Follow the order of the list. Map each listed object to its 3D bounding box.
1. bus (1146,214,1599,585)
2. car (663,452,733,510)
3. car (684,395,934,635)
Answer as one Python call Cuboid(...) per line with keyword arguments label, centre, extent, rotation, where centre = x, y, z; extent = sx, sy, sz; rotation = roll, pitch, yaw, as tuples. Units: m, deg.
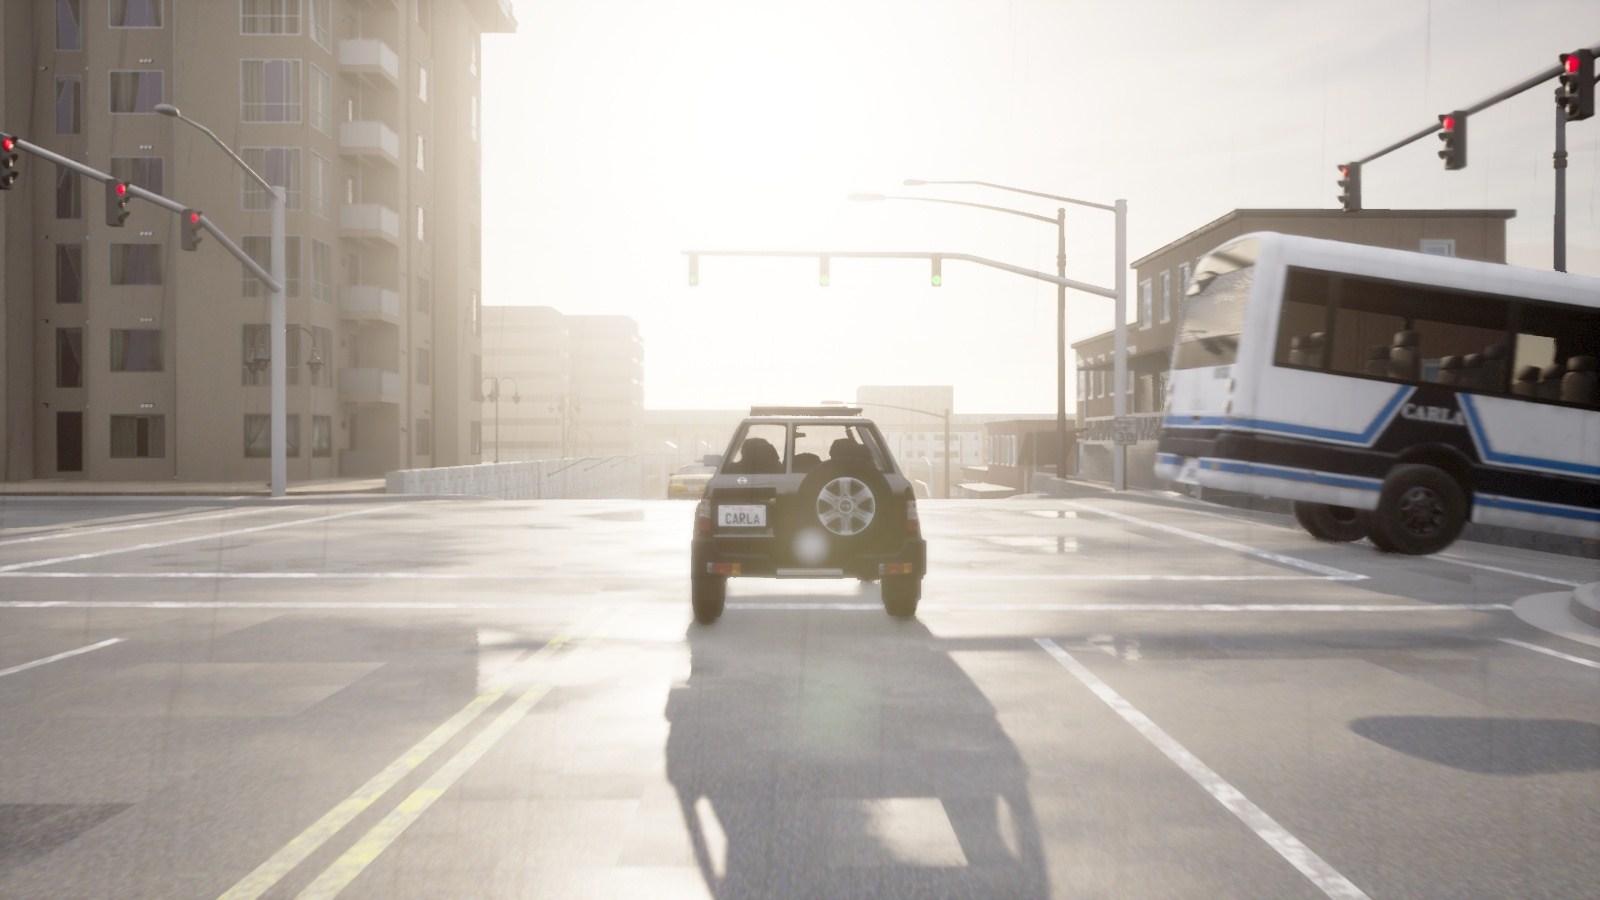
Cuboid(label="bus", centre=(11.077, -0.343, 18.637), extent=(10.273, 4.253, 3.944), rotation=(8, 2, -1))
Cuboid(label="car", centre=(-3.251, 1.062, 41.056), extent=(1.801, 1.575, 5.366), rotation=(0, -5, 0))
Cuboid(label="car", centre=(-0.036, 0.506, 12.030), extent=(1.932, 1.855, 4.605), rotation=(0, 0, -3))
